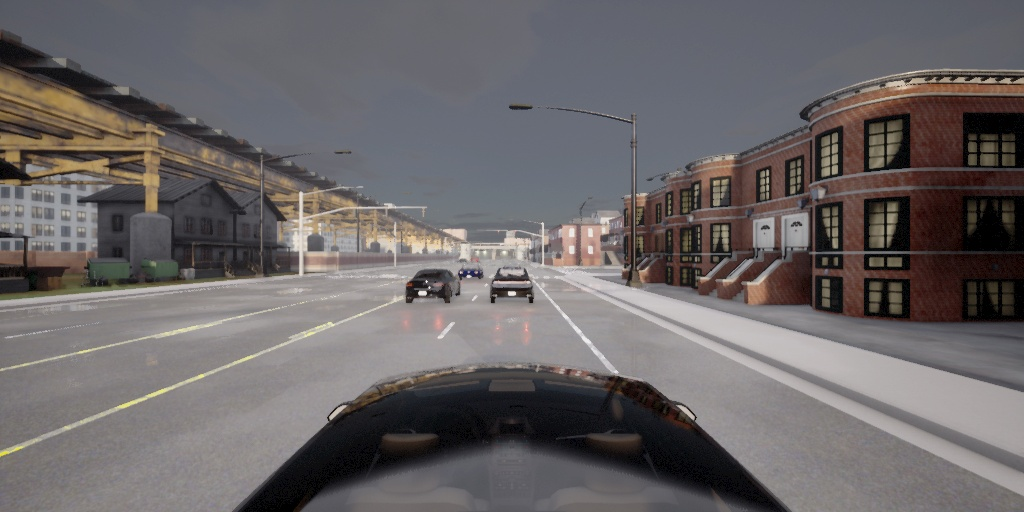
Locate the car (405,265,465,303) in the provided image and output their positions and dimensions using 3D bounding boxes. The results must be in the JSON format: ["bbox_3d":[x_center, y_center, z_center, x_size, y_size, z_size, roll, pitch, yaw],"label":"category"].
[{"bbox_3d":[-3.500,1.282,16.336,1.812,1.442,4.674,0,0,0],"label":"car"}]

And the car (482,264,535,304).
[{"bbox_3d":[0.000,1.244,16.336,2.128,1.511,4.902,0,0,0],"label":"car"}]

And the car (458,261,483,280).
[{"bbox_3d":[-3.500,1.365,31.366,1.895,1.301,4.718,0,0,0],"label":"car"}]
